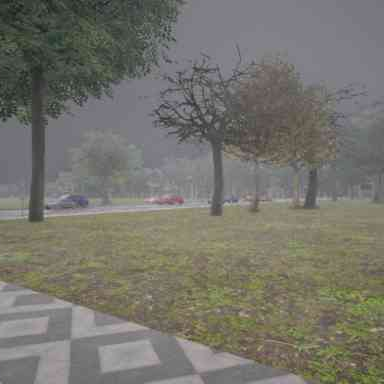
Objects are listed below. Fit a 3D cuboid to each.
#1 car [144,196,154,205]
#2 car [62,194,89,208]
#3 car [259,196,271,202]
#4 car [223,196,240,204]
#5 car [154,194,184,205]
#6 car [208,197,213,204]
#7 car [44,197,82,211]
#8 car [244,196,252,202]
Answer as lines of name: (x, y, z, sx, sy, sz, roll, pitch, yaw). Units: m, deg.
car: (-6.747, 1.498, 61.874, 2.097, 1.767, 4.553, -1, 0, 36)
car: (-17.281, 1.337, 47.167, 2.150, 2.045, 5.566, -1, -1, 35)
car: (17.263, 1.669, 78.860, 1.994, 1.385, 4.181, -1, -1, 35)
car: (7.566, 1.573, 65.009, 1.837, 1.490, 4.892, -1, -1, 35)
car: (-3.772, 1.334, 60.441, 2.150, 2.045, 5.566, -1, -1, 35)
car: (4.907, 1.667, 66.880, 1.994, 1.385, 4.181, -1, -1, 35)
car: (-16.685, 1.637, 42.386, 1.994, 1.385, 4.181, -1, 0, 35)
car: (14.009, 1.673, 79.889, 1.812, 1.442, 4.674, -1, -1, 35)
